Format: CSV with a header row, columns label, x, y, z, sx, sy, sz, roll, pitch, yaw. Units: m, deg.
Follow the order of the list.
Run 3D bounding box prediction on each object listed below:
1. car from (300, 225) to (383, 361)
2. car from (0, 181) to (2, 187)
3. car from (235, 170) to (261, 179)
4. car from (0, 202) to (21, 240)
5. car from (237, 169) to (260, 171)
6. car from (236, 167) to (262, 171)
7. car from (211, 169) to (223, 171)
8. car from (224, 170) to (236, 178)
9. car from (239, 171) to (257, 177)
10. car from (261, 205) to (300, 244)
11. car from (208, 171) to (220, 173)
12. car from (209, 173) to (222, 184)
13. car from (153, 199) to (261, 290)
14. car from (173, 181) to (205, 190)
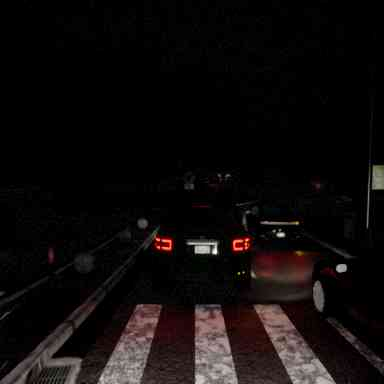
label,x,y,z,sx,sy,sz,roll,pitch,yaw
car,3.190,1.474,4.363,1.882,1.535,5.008,0,0,1
car,-34.356,-1.537,57.084,5.008,1.535,1.882,2,4,41
car,13.676,-3.923,80.981,4.892,1.521,2.231,1,5,10
car,-8.755,1.241,13.361,2.097,1.767,4.553,0,2,-6
car,14.195,-4.305,83.663,4.553,1.767,2.185,1,5,10
car,15.151,-4.946,89.045,5.566,2.045,2.435,1,6,10
car,6.736,-4.418,86.438,1.882,1.535,5.008,1,6,10
car,9.651,-4.307,85.699,1.812,1.442,4.674,1,6,10
car,15.585,-4.927,91.752,4.792,1.488,2.163,1,6,11
car,3.525,1.313,15.057,2.128,1.511,4.902,0,2,3
car,5.101,-3.482,76.553,1.882,1.535,5.008,1,5,9
car,4.514,-2.514,66.375,1.837,1.490,4.892,0,5,2
car,0.267,1.193,9.195,2.150,2.045,5.566,0,1,1
car,-0.443,-1.073,49.534,4.892,1.490,1.837,1,3,19
